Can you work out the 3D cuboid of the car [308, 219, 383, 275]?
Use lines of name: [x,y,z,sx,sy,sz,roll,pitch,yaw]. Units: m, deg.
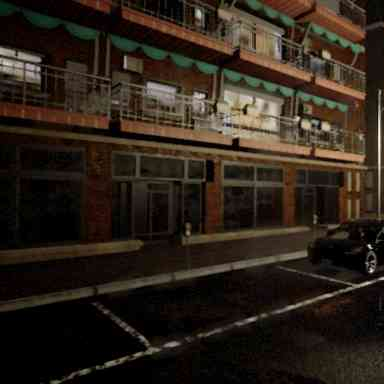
car: [5.505,1.564,10.480,4.313,1.339,1.947,0,1,-36]
